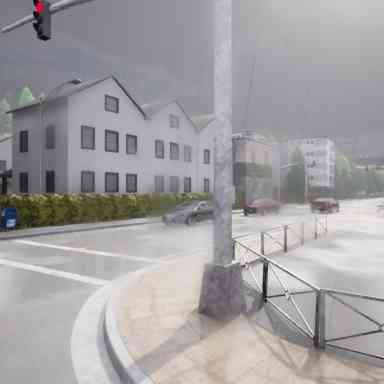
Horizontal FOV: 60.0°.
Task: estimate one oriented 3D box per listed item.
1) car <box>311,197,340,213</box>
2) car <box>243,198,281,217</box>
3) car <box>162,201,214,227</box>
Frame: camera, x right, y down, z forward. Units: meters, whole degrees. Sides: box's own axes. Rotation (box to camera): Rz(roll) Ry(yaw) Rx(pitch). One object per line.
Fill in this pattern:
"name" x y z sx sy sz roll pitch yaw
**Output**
"car" 13.505 1.289 33.618 1.882 1.535 5.008 0 0 35
"car" 6.322 1.289 29.706 1.882 1.535 5.008 0 0 35
"car" 0.126 1.304 20.970 2.128 1.511 4.902 0 0 35
